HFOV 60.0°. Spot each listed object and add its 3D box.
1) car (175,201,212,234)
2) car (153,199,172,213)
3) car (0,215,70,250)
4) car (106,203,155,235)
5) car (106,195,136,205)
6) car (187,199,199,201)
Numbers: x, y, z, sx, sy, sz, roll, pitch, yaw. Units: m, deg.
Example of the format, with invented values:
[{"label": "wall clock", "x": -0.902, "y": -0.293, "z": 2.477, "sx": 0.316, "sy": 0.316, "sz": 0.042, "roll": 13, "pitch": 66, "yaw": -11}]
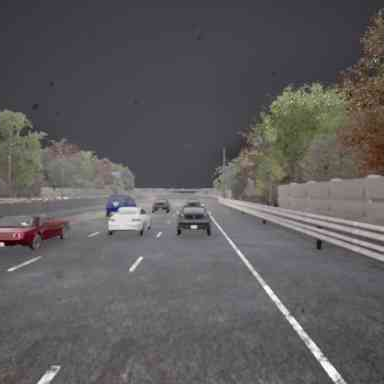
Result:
[{"label": "car", "x": 0.103, "y": 1.524, "z": 19.262, "sx": 1.837, "sy": 1.490, "sz": 4.892, "roll": 0, "pitch": 0, "yaw": 0}, {"label": "car", "x": -3.399, "y": 1.553, "z": 37.817, "sx": 1.837, "sy": 1.490, "sz": 4.892, "roll": 0, "pitch": 0, "yaw": 0}, {"label": "car", "x": -6.897, "y": 1.613, "z": 14.242, "sx": 1.895, "sy": 1.301, "sz": 4.718, "roll": 0, "pitch": 0, "yaw": 0}, {"label": "car", "x": -3.411, "y": 1.544, "z": 18.714, "sx": 1.812, "sy": 1.442, "sz": 4.674, "roll": 0, "pitch": 0, "yaw": 0}, {"label": "car", "x": -6.899, "y": 1.260, "z": 32.792, "sx": 2.150, "sy": 2.045, "sz": 5.566, "roll": 0, "pitch": 0, "yaw": 0}, {"label": "car", "x": 0.101, "y": 1.554, "z": 38.285, "sx": 1.837, "sy": 1.490, "sz": 4.892, "roll": 0, "pitch": 0, "yaw": 0}]
